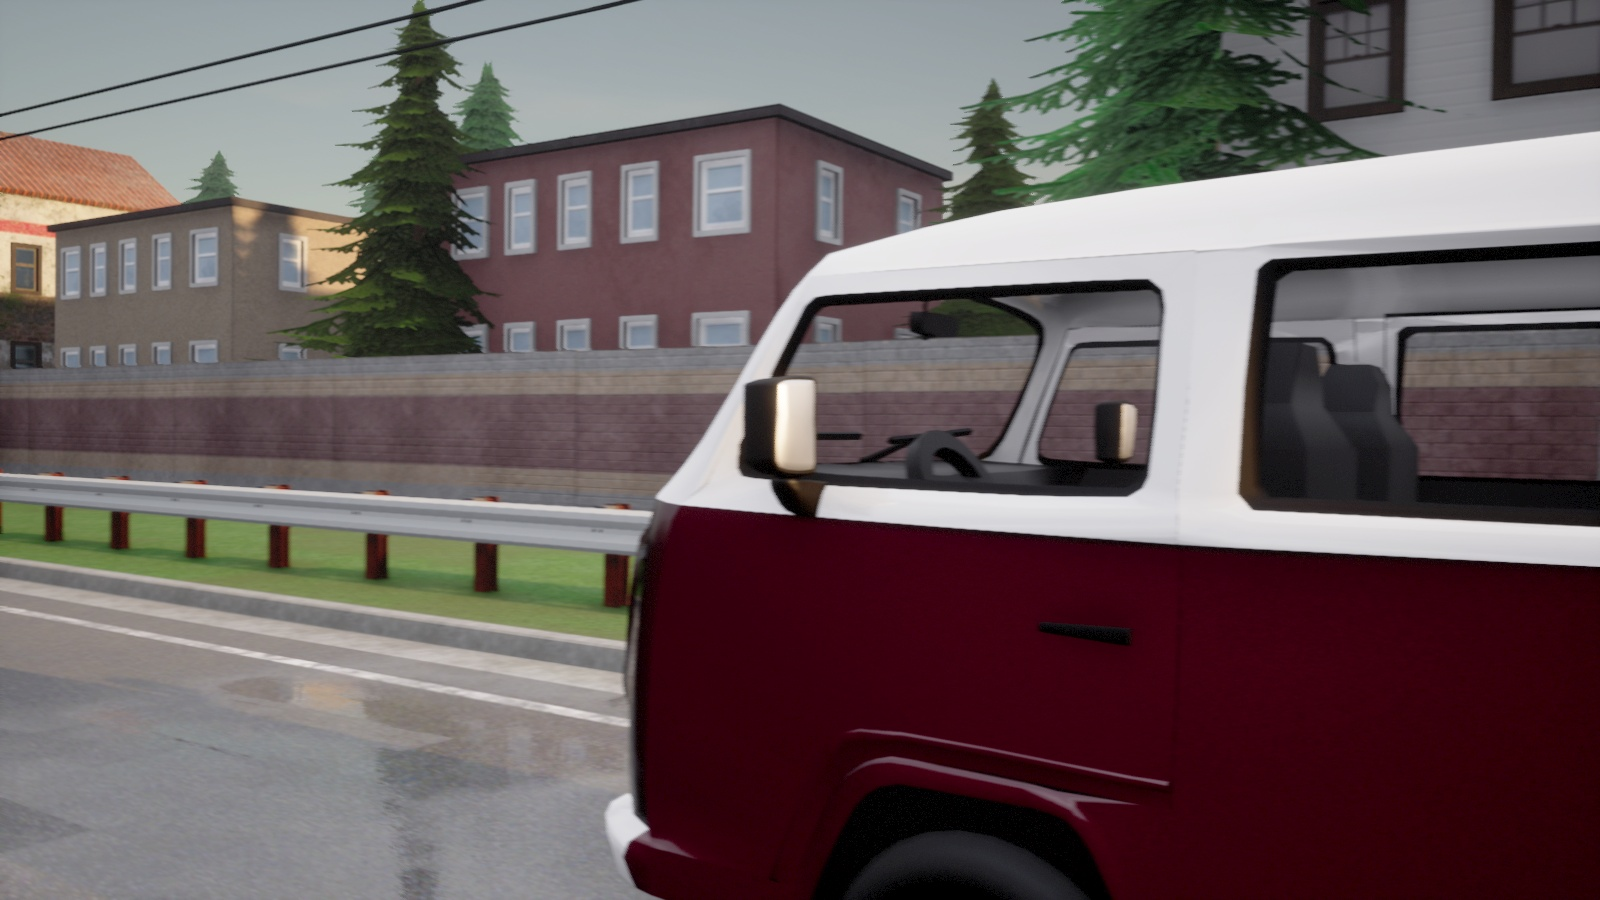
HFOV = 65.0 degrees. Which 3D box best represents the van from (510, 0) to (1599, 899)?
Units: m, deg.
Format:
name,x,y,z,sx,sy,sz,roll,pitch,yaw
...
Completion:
name,x,y,z,sx,sy,sz,roll,pitch,yaw
van,1.797,0.409,2.424,4.480,2.038,2.069,1,1,34
